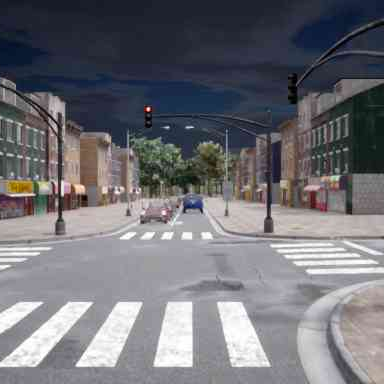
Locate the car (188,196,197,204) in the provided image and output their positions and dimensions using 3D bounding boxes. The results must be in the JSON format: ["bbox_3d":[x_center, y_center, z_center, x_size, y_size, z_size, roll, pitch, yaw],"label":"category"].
[{"bbox_3d":[0.098,1.545,66.416,1.837,1.490,4.892,0,0,0],"label":"car"}]

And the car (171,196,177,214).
[{"bbox_3d":[-2.648,1.442,29.967,1.967,1.590,4.097,-1,0,0],"label":"car"}]

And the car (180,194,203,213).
[{"bbox_3d":[0.108,1.228,37.639,2.150,2.045,5.566,0,0,0],"label":"car"}]

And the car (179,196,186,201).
[{"bbox_3d":[-2.648,1.659,89.749,1.802,1.307,4.206,-1,0,0],"label":"car"}]

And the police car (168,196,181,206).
[{"bbox_3d":[-3.010,1.453,57.261,1.930,1.638,5.238,0,0,0],"label":"police car"}]

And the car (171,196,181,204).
[{"bbox_3d":[-3.022,1.542,64.151,1.837,1.490,4.892,0,0,0],"label":"car"}]

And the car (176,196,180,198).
[{"bbox_3d":[-2.648,1.560,46.271,1.887,1.381,4.507,-1,0,0],"label":"car"}]

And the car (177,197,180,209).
[{"bbox_3d":[-2.647,1.571,35.401,1.947,1.339,4.313,-1,0,0],"label":"car"}]

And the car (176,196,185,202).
[{"bbox_3d":[-2.648,1.609,78.880,2.008,1.369,4.403,-1,0,0],"label":"car"}]

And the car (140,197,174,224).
[{"bbox_3d":[-2.648,1.439,24.532,1.967,1.590,4.097,-1,0,0],"label":"car"}]

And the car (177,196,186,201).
[{"bbox_3d":[-2.648,1.634,84.314,1.947,1.339,4.313,-1,0,0],"label":"car"}]
